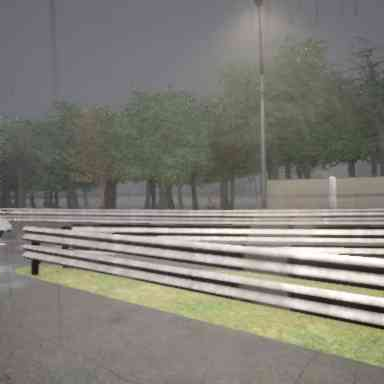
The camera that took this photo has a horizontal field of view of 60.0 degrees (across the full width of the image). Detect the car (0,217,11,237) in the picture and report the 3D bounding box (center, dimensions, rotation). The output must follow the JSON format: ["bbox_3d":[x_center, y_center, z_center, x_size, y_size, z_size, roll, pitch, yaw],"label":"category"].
[{"bbox_3d":[-12.333,1.807,18.349,4.674,1.442,1.812,0,-1,13],"label":"car"}]
